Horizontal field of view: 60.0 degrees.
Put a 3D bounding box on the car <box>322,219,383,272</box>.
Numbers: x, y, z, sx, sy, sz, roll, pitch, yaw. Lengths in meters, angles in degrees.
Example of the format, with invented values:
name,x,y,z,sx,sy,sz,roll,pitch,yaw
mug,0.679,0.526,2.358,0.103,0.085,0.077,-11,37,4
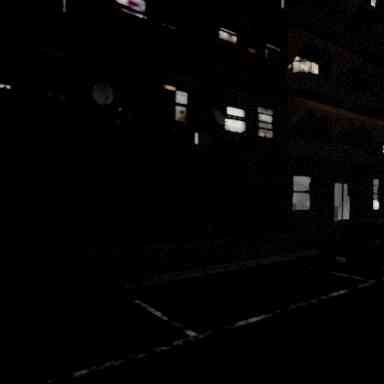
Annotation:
name,x,y,z,sx,sy,sz,roll,pitch,yaw
car,6.077,1.586,10.882,4.313,1.339,1.947,0,1,-35

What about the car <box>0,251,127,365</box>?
name,x,y,z,sx,sy,sz,roll,pitch,yaw
car,-2.993,1.566,4.411,4.313,1.339,1.947,0,1,-35
